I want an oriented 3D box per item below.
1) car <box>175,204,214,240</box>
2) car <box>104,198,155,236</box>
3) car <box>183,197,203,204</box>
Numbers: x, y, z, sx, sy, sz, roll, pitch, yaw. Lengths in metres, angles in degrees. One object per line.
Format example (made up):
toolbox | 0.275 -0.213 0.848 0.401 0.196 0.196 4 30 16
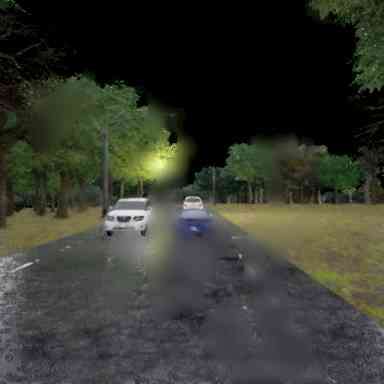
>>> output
car | 0.111 1.613 17.853 1.882 1.535 5.008 0 -1 0
car | -3.491 1.375 19.660 2.150 2.045 5.566 0 -1 0
car | 0.121 1.588 38.040 2.150 2.045 5.566 0 -1 0
